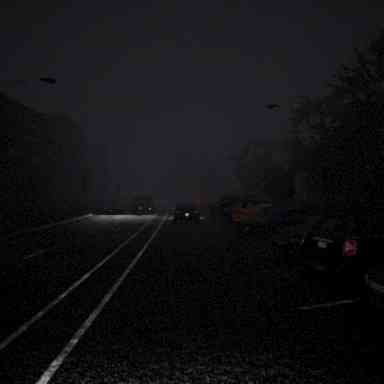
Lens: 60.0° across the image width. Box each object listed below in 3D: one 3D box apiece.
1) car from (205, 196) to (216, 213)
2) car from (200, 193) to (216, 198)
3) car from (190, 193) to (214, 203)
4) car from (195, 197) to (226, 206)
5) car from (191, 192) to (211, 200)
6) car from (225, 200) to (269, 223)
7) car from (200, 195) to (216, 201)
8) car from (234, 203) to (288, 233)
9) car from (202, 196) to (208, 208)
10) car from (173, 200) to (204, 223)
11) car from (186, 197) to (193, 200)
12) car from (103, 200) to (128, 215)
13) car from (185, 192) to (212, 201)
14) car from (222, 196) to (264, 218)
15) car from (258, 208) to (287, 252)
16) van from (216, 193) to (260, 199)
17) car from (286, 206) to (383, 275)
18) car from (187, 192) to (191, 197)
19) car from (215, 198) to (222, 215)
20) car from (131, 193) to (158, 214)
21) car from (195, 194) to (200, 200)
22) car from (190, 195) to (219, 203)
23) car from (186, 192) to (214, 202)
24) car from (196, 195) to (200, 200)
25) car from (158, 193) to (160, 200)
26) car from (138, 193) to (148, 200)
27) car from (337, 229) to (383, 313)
[{"bbox_3d":[4.385,1.515,35.748,5.008,1.535,2.097,1,0,-23],"label":"car"},{"bbox_3d":[3.905,1.412,44.659,4.553,1.767,2.185,1,0,-24],"label":"car"},{"bbox_3d":[2.047,1.205,68.379,4.553,1.767,2.185,0,2,-26],"label":"car"},{"bbox_3d":[3.068,1.543,56.532,4.792,1.488,2.163,0,0,-25],"label":"car"},{"bbox_3d":[3.297,1.282,53.565,5.566,2.045,2.435,1,0,-24],"label":"car"},{"bbox_3d":[4.970,1.487,20.910,5.008,1.535,2.097,1,0,-22],"label":"car"},{"bbox_3d":[4.224,1.529,41.761,5.366,1.575,1.946,1,0,-23],"label":"car"},{"bbox_3d":[5.032,1.514,17.927,4.792,1.488,2.163,1,0,-22],"label":"car"},{"bbox_3d":[4.213,1.522,38.721,5.008,1.535,2.097,1,0,-23],"label":"car"},{"bbox_3d":[-0.431,1.575,25.558,1.994,1.385,4.181,0,0,-2],"label":"car"},{"bbox_3d":[-1.225,1.652,42.093,1.895,1.301,4.718,0,0,-3],"label":"car"},{"bbox_3d":[-7.985,1.568,34.873,1.812,1.442,4.674,0,0,-3],"label":"car"},{"bbox_3d":[1.461,0.945,74.293,5.566,2.045,2.435,0,1,-26],"label":"car"},{"bbox_3d":[4.849,1.365,23.873,4.553,1.767,2.185,1,0,-22],"label":"car"},{"bbox_3d":[5.204,1.482,11.994,4.892,1.521,2.231,1,0,-21],"label":"car"},{"bbox_3d":[4.761,1.277,29.868,4.442,1.987,1.878,1,0,-23],"label":"van"},{"bbox_3d":[5.213,1.355,9.020,4.553,1.767,2.185,1,0,-21],"label":"car"},{"bbox_3d":[2.533,1.191,62.425,5.566,2.045,2.435,0,1,-25],"label":"car"},{"bbox_3d":[4.780,1.496,26.845,5.008,1.535,2.097,1,0,-22],"label":"car"},{"bbox_3d":[-5.221,1.264,35.716,2.150,2.045,5.566,0,0,-3],"label":"car"},{"bbox_3d":[3.492,1.545,50.581,4.892,1.521,2.231,1,1,-24],"label":"car"},{"bbox_3d":[2.457,1.389,65.499,5.366,1.575,1.946,0,1,-25],"label":"car"},{"bbox_3d":[1.710,1.013,71.302,5.566,2.045,2.435,0,2,-26],"label":"car"},{"bbox_3d":[3.680,1.543,47.617,5.008,1.535,2.097,1,0,-24],"label":"car"},{"bbox_3d":[-8.409,0.963,77.167,1.837,1.490,4.892,0,1,-6],"label":"car"},{"bbox_3d":[-11.104,1.068,76.038,2.033,1.411,5.357,0,1,-6],"label":"car"},{"bbox_3d":[5.283,1.522,6.053,4.674,1.452,2.002,1,0,-21],"label":"car"}]
